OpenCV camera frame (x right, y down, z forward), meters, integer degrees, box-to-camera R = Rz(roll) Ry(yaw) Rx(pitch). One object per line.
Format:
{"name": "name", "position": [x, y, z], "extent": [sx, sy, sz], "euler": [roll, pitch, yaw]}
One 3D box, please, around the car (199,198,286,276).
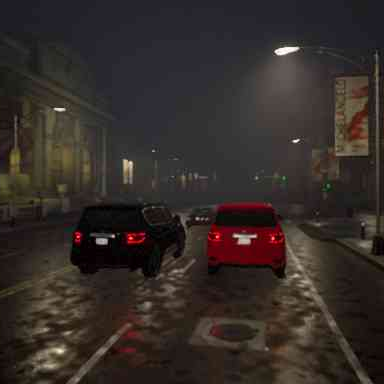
{"name": "car", "position": [1.836, 1.356, 11.039], "extent": [2.150, 2.045, 5.566], "euler": [0, 0, 11]}

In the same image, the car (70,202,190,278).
{"name": "car", "position": [-1.730, 1.342, 10.810], "extent": [2.150, 2.045, 5.566], "euler": [0, -1, 10]}

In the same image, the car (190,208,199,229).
{"name": "car", "position": [0.854, 1.827, 23.997], "extent": [2.033, 1.411, 5.357], "euler": [0, -1, 11]}

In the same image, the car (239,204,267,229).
{"name": "car", "position": [4.734, 1.785, 25.556], "extent": [1.882, 1.535, 5.008], "euler": [0, -1, 11]}
